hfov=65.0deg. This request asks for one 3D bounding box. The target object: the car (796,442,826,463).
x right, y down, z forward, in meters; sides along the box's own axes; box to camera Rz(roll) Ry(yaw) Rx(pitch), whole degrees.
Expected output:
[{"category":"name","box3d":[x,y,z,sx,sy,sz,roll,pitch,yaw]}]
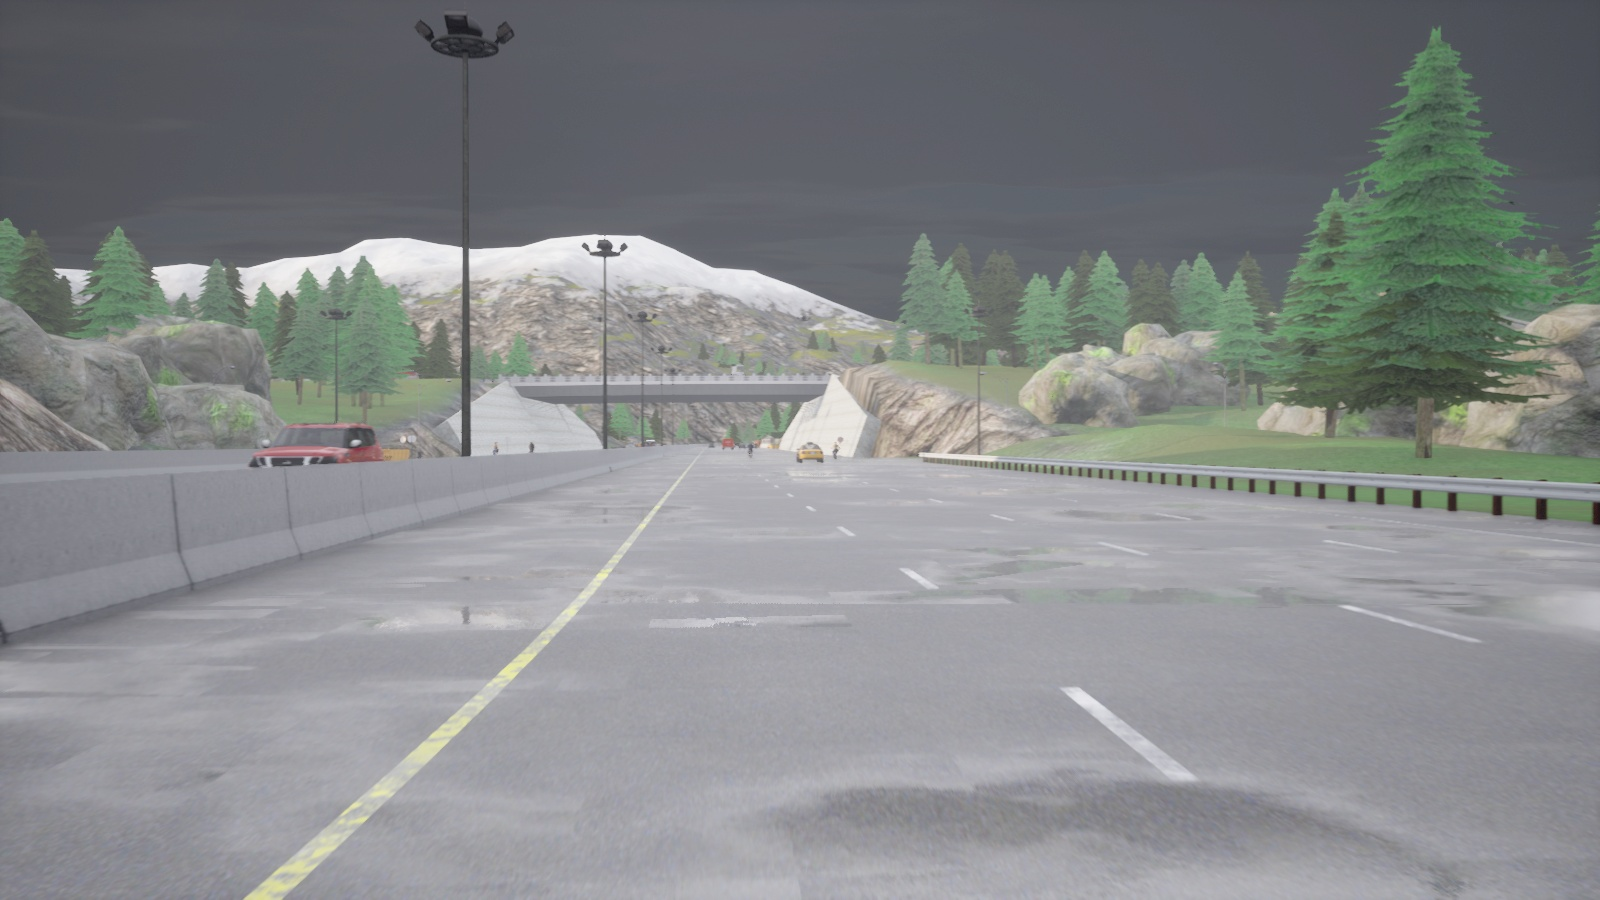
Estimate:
[{"category":"car","box3d":[0.797,0.155,94.280,1.801,1.575,5.366,0,0,-4]}]

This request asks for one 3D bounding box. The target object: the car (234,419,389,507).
[{"category":"car","box3d":[-12.283,0.278,32.037,2.150,2.045,5.566,0,0,-4]}]
